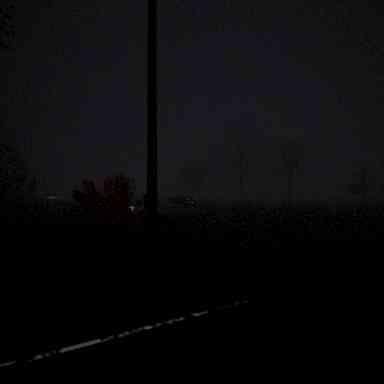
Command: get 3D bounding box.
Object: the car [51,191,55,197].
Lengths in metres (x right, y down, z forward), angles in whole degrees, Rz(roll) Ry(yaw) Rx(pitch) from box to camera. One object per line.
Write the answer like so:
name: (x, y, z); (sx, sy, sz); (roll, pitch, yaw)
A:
car: (-35.323, 0.517, 83.161); (2.128, 1.511, 4.902); (-1, 1, -28)

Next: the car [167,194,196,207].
car: (-1.376, 1.071, 43.425); (1.837, 1.490, 4.892); (-1, 1, -35)
